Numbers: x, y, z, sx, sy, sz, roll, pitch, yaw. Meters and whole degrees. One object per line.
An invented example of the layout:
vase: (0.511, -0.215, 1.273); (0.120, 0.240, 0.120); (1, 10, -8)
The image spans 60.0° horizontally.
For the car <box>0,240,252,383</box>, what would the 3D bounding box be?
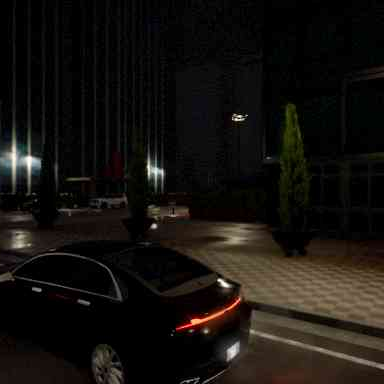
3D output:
car: (-1.513, 1.505, 5.085); (4.892, 1.490, 1.837); (0, 0, 36)

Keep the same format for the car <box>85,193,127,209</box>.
car: (-11.355, 1.221, 45.619); (2.150, 2.045, 5.566); (0, 0, 35)

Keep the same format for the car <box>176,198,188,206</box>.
car: (-0.549, 1.600, 54.568); (1.895, 1.301, 4.718); (0, 0, 35)

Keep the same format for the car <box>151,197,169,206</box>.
car: (-5.549, 1.563, 53.853); (1.994, 1.385, 4.181); (0, 0, 35)

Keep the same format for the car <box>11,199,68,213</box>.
car: (-17.077, 1.491, 37.484); (2.128, 1.511, 4.902); (0, 0, 35)

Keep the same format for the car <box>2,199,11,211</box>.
car: (-21.024, 1.547, 37.948); (2.033, 1.411, 5.357); (0, 0, 35)

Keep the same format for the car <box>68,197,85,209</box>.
car: (-15.373, 1.504, 45.990); (1.837, 1.490, 4.892); (0, 0, 35)
